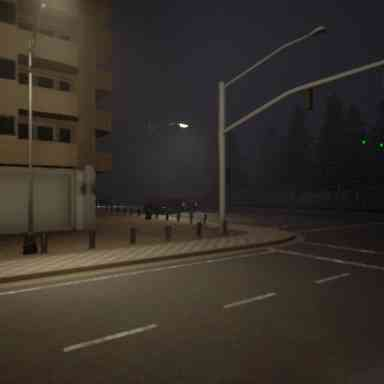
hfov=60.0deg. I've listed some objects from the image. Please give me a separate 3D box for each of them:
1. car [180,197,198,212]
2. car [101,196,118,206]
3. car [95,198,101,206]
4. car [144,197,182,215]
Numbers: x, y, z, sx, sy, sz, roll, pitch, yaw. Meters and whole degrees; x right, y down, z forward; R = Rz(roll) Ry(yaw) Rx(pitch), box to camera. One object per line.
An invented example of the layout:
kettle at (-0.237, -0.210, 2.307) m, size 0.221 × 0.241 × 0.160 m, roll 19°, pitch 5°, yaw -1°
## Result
car at (-1.315, 1.362, 38.145) m, size 2.097 × 1.767 × 4.553 m, roll 0°, pitch 0°, yaw -36°
car at (-14.119, 1.502, 56.044) m, size 2.128 × 1.511 × 4.902 m, roll 0°, pitch 0°, yaw -36°
car at (-16.741, 1.582, 53.695) m, size 1.994 × 1.385 × 4.181 m, roll 0°, pitch 0°, yaw -35°
car at (-3.418, 1.543, 35.102) m, size 1.812 × 1.442 × 4.674 m, roll 0°, pitch 0°, yaw -36°
